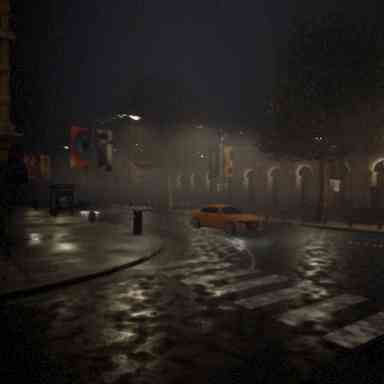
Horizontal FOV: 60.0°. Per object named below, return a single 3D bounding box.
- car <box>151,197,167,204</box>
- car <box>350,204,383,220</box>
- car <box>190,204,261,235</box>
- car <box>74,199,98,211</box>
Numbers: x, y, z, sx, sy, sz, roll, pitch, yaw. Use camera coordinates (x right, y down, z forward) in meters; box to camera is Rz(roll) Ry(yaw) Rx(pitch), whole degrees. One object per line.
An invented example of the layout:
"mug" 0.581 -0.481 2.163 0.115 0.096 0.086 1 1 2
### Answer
"car" -6.072 1.638 63.187 1.895 1.301 4.718 0 0 -35
"car" 15.298 1.640 26.652 1.895 1.301 4.718 0 0 -35
"car" 1.823 1.495 19.436 1.882 1.535 5.008 0 0 -35
"car" -13.069 1.581 41.031 1.994 1.385 4.181 0 0 -35
